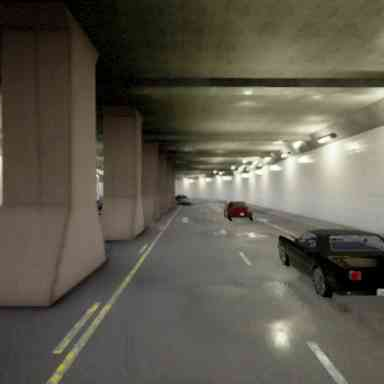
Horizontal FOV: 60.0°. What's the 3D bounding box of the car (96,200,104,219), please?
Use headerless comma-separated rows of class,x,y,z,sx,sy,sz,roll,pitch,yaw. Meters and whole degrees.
car,-7.098,1.398,26.002,2.128,1.511,4.902,0,0,0

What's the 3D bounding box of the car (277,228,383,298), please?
car,3.600,1.571,8.405,1.895,1.301,4.718,0,0,0

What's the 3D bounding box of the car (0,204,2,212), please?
car,-10.601,1.424,18.527,2.128,1.511,4.902,0,0,0

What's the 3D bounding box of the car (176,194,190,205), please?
car,-1.329,1.328,55.540,1.812,1.442,4.674,0,0,-3

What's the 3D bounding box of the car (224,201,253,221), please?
car,3.584,1.432,26.166,1.812,1.442,4.674,0,0,0
